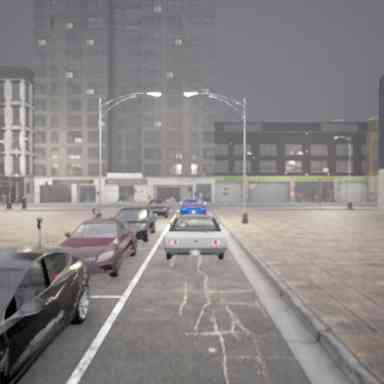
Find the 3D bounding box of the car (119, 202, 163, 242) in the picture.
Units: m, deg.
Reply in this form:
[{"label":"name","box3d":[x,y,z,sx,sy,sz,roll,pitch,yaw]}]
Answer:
[{"label":"car","box3d":[-2.642,1.368,15.160,1.947,1.339,4.313,0,1,0]}]

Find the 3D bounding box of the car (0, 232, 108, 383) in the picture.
[{"label":"car","box3d":[-2.640,1.509,4.257,1.947,1.339,4.313,0,1,0]}]

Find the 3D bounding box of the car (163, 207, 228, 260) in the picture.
[{"label":"car","box3d":[0.099,1.447,11.822,1.895,1.301,4.718,0,1,0]}]

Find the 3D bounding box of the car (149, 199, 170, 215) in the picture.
[{"label":"car","box3d":[-2.644,1.228,26.063,1.947,1.339,4.313,0,1,0]}]

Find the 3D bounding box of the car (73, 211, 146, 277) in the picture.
[{"label":"car","box3d":[-2.641,1.455,9.708,1.802,1.307,4.206,0,1,0]}]

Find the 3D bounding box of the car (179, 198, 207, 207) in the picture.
[{"label":"car","box3d":[0.085,1.155,24.886,1.882,1.535,5.008,0,1,0]}]
